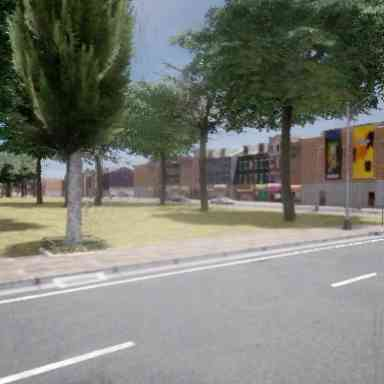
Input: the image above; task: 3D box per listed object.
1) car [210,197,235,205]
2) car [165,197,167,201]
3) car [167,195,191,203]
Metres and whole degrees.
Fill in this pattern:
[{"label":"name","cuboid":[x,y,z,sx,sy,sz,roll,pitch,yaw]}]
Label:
[{"label":"car","cuboid":[5.249,1.571,57.718,1.895,1.301,4.718,1,0,-35]},{"label":"car","cuboid":[-3.670,1.283,70.243,2.033,1.411,5.357,1,0,-35]},{"label":"car","cuboid":[-2.166,1.397,63.376,2.128,1.511,4.902,1,0,-35]}]
